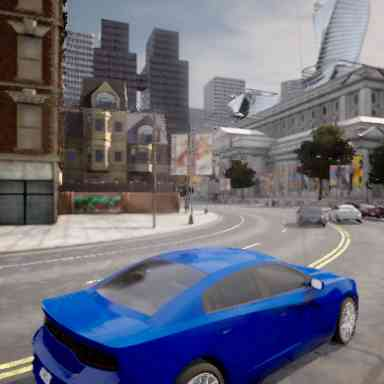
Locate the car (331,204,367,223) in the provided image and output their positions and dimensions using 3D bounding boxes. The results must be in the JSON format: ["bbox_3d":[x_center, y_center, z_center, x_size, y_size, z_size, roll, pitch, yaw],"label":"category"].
[{"bbox_3d":[13.263,1.868,29.019,1.812,1.442,4.674,0,-1,10],"label":"car"}]

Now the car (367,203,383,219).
[{"bbox_3d":[17.265,1.927,33.724,1.812,1.442,4.674,0,-1,4],"label":"car"}]

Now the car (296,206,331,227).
[{"bbox_3d":[9.037,1.822,25.345,1.837,1.490,4.892,0,-1,15],"label":"car"}]

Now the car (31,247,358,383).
[{"bbox_3d":[0.533,1.531,4.660,5.008,1.535,1.882,1,-1,-41],"label":"car"}]
